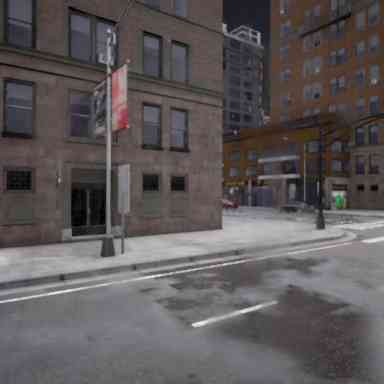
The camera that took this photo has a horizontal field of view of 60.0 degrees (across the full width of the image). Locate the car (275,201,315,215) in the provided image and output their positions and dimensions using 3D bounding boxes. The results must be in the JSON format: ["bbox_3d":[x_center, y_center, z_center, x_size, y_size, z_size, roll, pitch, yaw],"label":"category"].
[{"bbox_3d":[10.593,1.564,34.298,1.947,1.339,4.313,0,0,-35],"label":"car"}]

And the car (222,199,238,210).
[{"bbox_3d":[4.238,1.577,43.304,1.802,1.307,4.206,0,0,-35],"label":"car"}]
